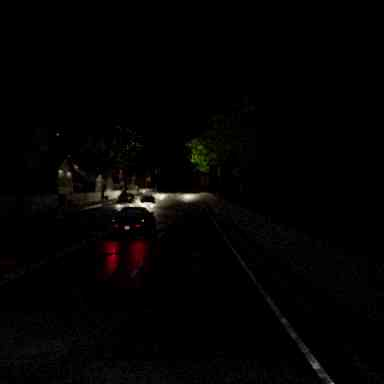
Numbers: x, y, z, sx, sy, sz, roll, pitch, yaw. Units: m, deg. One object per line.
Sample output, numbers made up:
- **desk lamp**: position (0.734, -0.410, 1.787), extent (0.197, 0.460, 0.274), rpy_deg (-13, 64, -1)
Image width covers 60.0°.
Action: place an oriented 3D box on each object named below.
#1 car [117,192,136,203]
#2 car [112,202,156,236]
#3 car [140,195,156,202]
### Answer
- **car**: position (-9.794, 0.906, 49.853), extent (2.097, 1.767, 4.553), rpy_deg (0, 1, 0)
- **car**: position (-3.142, 1.517, 18.401), extent (1.812, 1.442, 4.674), rpy_deg (0, 1, 0)
- **car**: position (-6.546, 1.118, 49.965), extent (1.994, 1.385, 4.181), rpy_deg (0, 1, 0)
